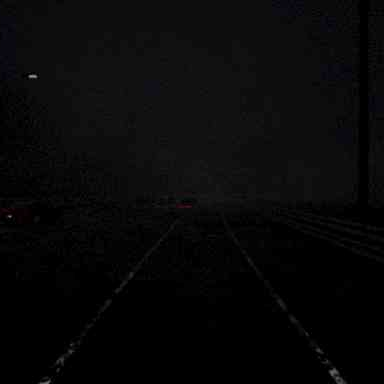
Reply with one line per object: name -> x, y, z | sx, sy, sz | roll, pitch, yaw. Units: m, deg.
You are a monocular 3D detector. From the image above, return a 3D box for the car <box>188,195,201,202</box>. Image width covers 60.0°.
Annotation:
car -> 0.520, 1.478, 74.939 | 1.994, 1.385, 4.181 | 0, 0, 14

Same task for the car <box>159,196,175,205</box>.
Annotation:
car -> -4.062, 1.404, 54.431 | 1.812, 1.442, 4.674 | 0, 0, 12

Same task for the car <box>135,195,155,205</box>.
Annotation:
car -> -7.646, 1.229, 54.449 | 2.097, 1.767, 4.553 | 0, 0, 12

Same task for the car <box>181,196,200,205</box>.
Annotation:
car -> -0.509, 1.370, 54.370 | 2.128, 1.511, 4.902 | 0, 0, 12

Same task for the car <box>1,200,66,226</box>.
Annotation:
car -> -10.203, 1.285, 21.885 | 1.882, 1.535, 5.008 | 0, 0, 9
